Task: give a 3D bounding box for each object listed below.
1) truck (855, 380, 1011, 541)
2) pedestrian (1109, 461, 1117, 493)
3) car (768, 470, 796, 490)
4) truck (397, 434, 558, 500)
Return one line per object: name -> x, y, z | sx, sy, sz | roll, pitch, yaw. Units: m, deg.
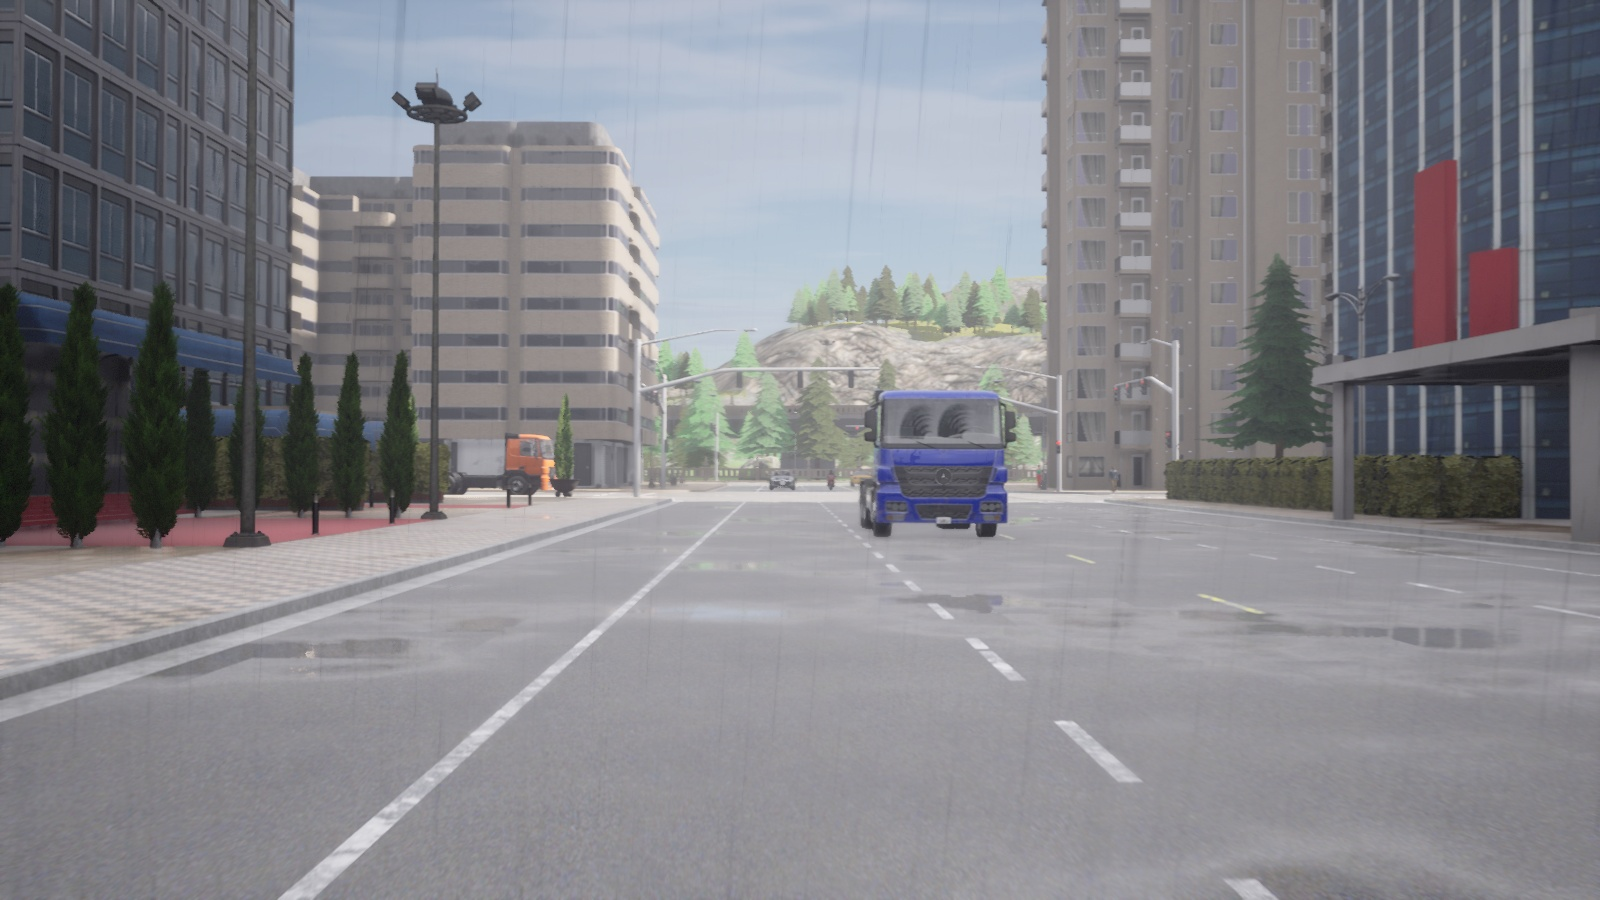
truck -> 3.048, 0.289, 31.130 | 2.891, 3.462, 7.936 | 0, -1, -1
pedestrian -> 19.510, 1.679, 78.291 | 0.423, 1.949, 0.788 | 0, -1, 7
car -> -1.338, 2.192, 92.794 | 1.970, 1.475, 3.806 | 0, -1, -1
truck -> -17.369, 0.943, 67.997 | 7.936, 3.462, 2.891 | 0, -1, 0
